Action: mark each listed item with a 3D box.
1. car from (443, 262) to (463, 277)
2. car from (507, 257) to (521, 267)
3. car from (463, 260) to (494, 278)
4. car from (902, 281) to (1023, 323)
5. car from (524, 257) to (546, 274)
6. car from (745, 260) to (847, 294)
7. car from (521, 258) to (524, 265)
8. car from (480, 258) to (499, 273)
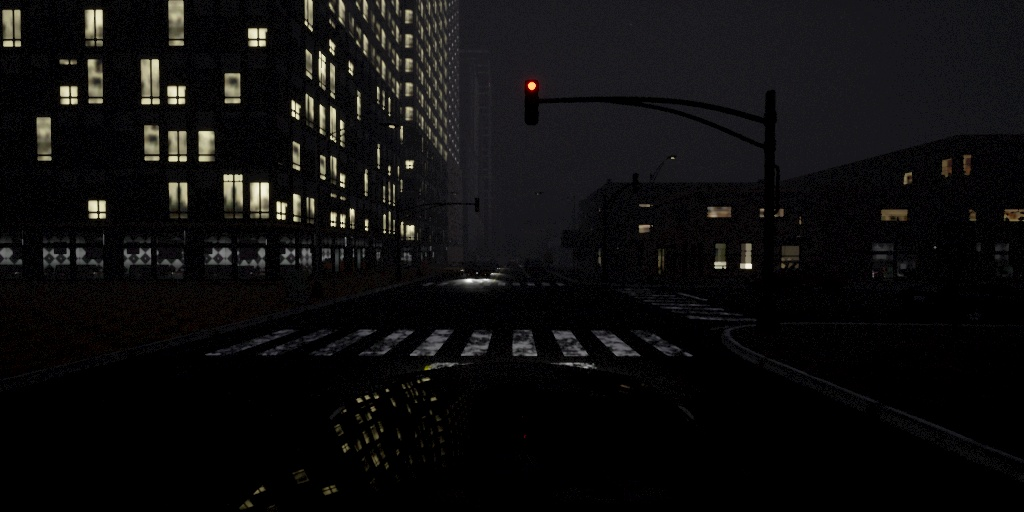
[{"bbox_3d":[-5.753,1.265,35.569,1.751,1.417,4.829,0,0,0],"label":"car"},{"bbox_3d":[0.140,1.297,63.812,1.994,1.385,4.181,0,0,0],"label":"car"},{"bbox_3d":[-3.032,1.304,33.142,1.994,1.385,4.181,0,0,0],"label":"car"},{"bbox_3d":[16.435,1.548,12.617,4.313,1.339,1.948,0,0,1],"label":"car"},{"bbox_3d":[2.778,1.178,41.309,1.967,1.591,4.097,0,0,0],"label":"car"},{"bbox_3d":[16.560,1.165,20.995,5.009,1.841,2.192,0,0,1],"label":"car"},{"bbox_3d":[2.804,1.051,52.597,2.192,1.841,5.009,0,0,0],"label":"car"},{"bbox_3d":[-3.006,1.301,42.995,1.994,1.385,4.181,0,0,0],"label":"car"}]
